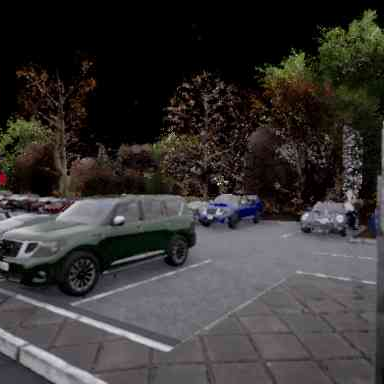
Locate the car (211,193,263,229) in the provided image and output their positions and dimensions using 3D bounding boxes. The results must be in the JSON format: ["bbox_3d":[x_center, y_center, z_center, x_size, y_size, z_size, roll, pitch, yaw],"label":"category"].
[{"bbox_3d":[2.599,1.078,20.854,2.435,2.045,5.566,1,0,35],"label":"car"}]

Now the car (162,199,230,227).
[{"bbox_3d":[0.401,1.312,22.425,2.231,1.521,4.892,1,0,35],"label":"car"}]

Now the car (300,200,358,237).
[{"bbox_3d":[7.323,1.235,17.525,2.185,1.767,4.553,1,1,35],"label":"car"}]

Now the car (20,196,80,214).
[{"bbox_3d":[-13.613,1.176,32.165,2.097,1.535,5.008,1,0,35],"label":"car"}]

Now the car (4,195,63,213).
[{"bbox_3d":[-15.936,1.153,33.769,2.097,1.535,5.008,1,0,35],"label":"car"}]

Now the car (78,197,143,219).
[{"bbox_3d":[-6.562,1.245,27.249,2.097,1.535,5.008,1,0,35],"label":"car"}]

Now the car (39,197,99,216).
[{"bbox_3d":[-11.179,1.229,30.502,2.163,1.488,4.792,1,0,35],"label":"car"}]

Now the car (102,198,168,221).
[{"bbox_3d":[-4.243,1.269,25.637,2.231,1.521,4.892,0,0,35],"label":"car"}]

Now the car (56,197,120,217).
[{"bbox_3d":[-8.880,1.222,28.861,2.097,1.535,5.008,1,0,35],"label":"car"}]

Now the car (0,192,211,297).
[{"bbox_3d":[-2.088,1.101,8.798,2.435,2.045,5.566,0,0,35],"label":"car"}]
